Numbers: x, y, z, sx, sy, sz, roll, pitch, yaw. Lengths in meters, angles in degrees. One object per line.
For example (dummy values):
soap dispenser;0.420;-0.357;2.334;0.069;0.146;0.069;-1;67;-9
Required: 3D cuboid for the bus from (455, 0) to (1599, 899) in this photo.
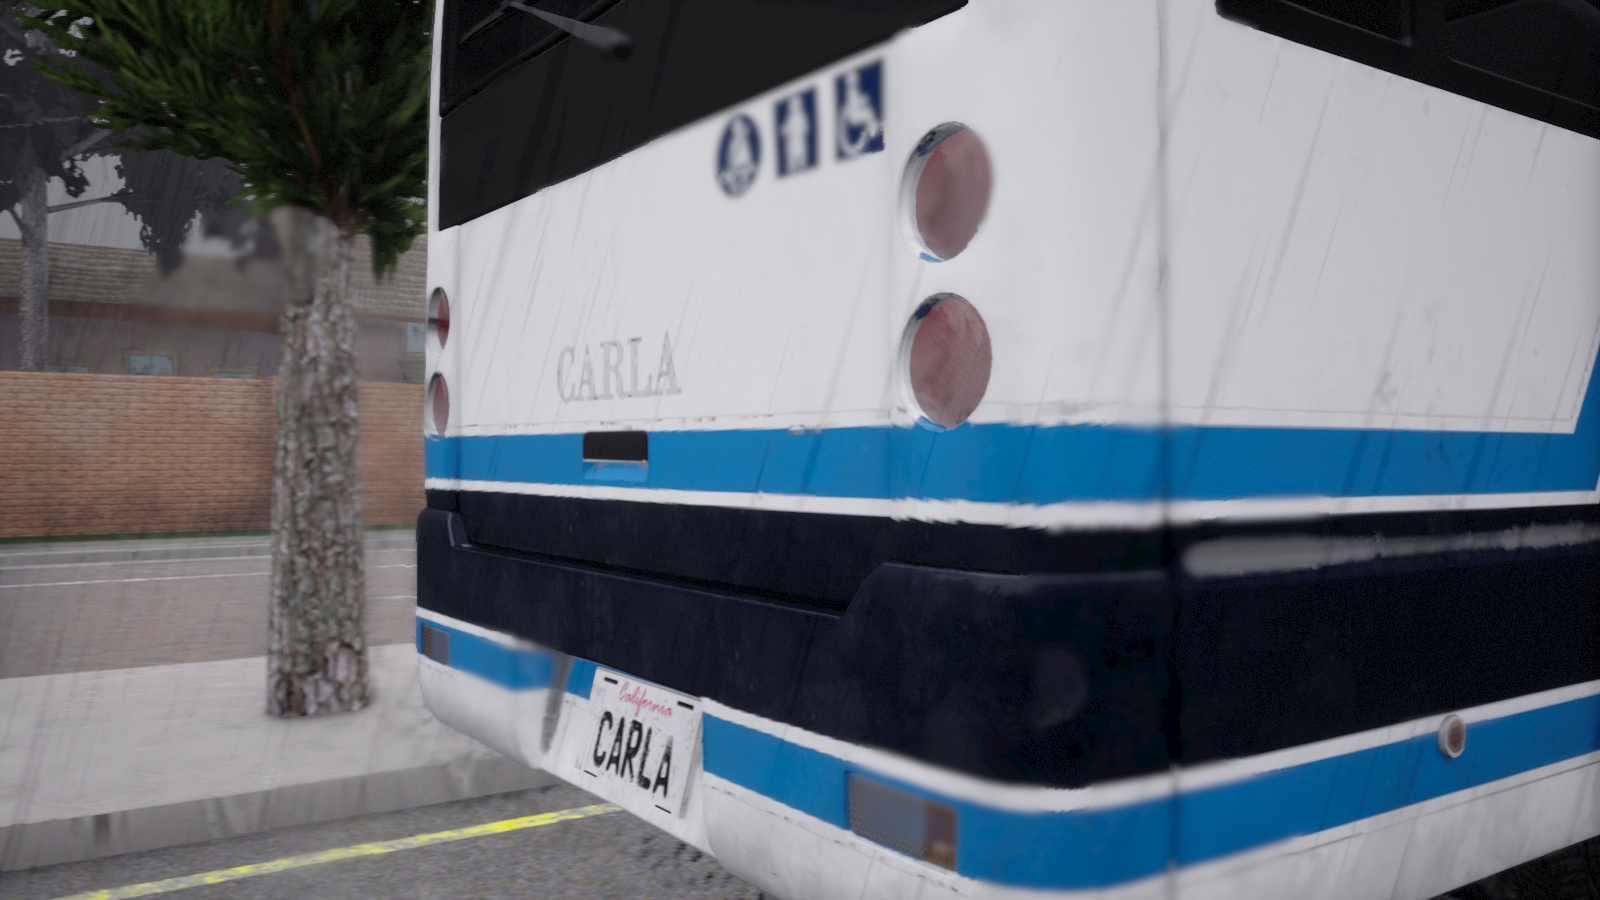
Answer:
bus;3.946;-0.624;6.411;10.273;4.253;3.944;0;0;-35
